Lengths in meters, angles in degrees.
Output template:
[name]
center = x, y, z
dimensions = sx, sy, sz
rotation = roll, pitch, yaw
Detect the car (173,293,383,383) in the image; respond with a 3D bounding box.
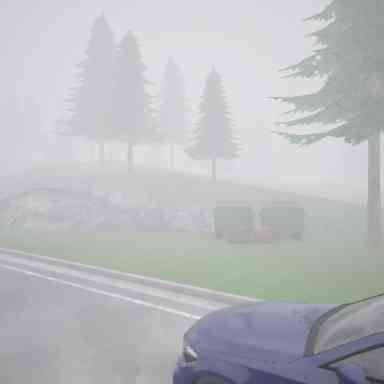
[car]
center = 2.004, 1.525, 2.563
dimensions = 4.674, 1.442, 1.812
rotation = 0, 0, 36
